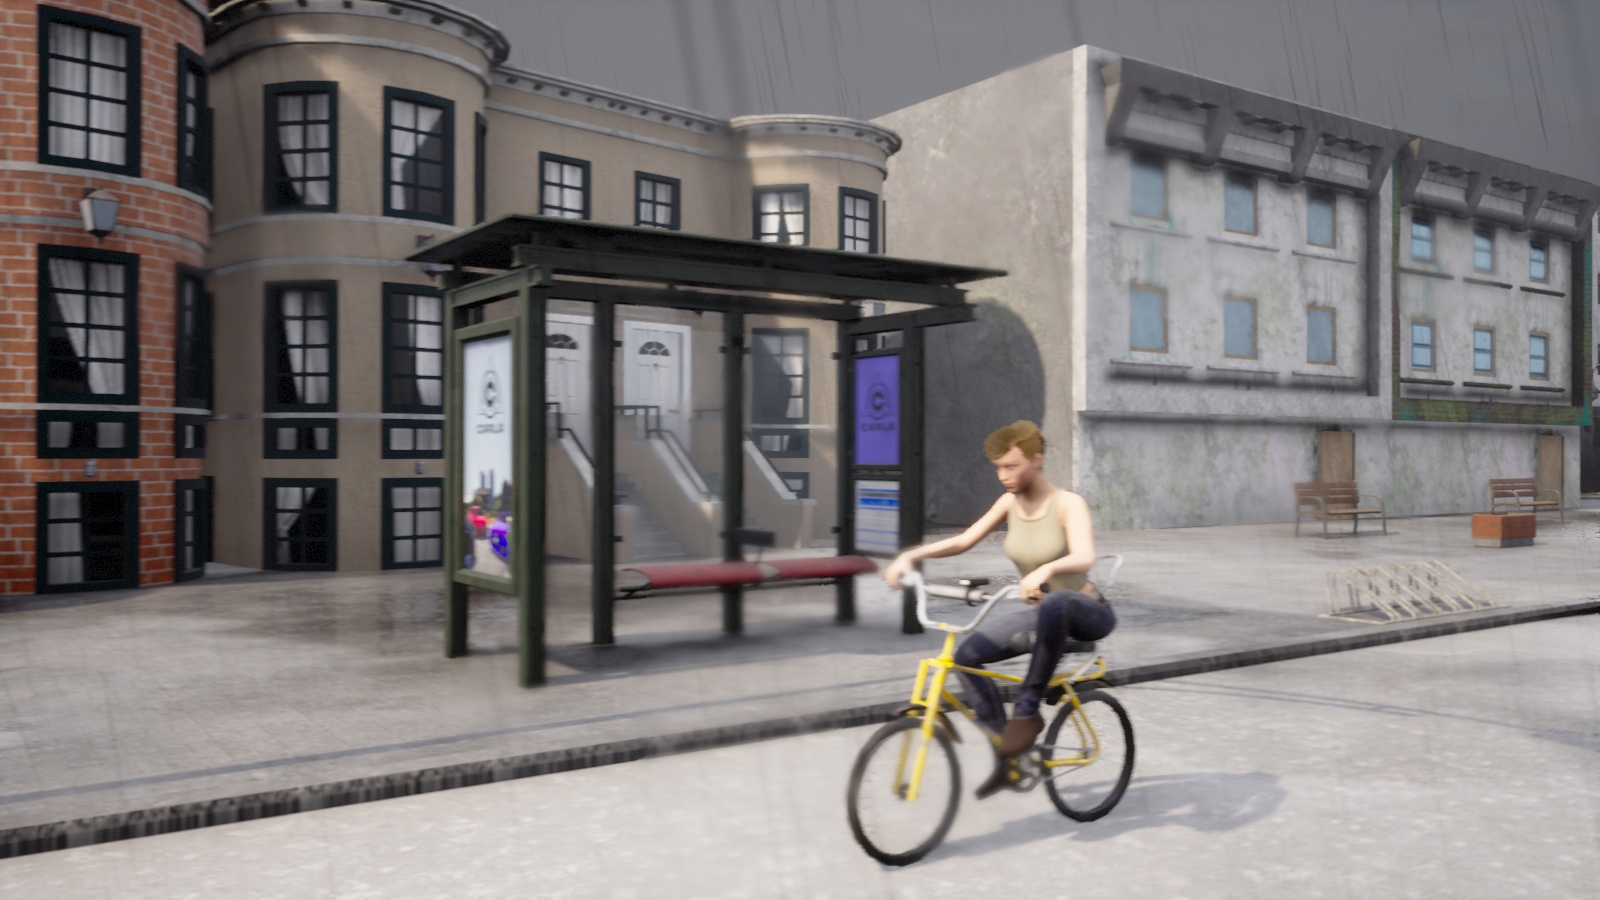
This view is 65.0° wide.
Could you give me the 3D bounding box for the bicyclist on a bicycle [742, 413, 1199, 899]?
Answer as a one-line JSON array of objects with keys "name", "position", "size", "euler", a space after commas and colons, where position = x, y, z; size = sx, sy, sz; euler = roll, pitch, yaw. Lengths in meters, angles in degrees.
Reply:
[{"name": "bicyclist on a bicycle", "position": [0.653, 0.692, 4.717], "size": [1.509, 1.612, 0.866], "euler": [0, 0, -35]}]
